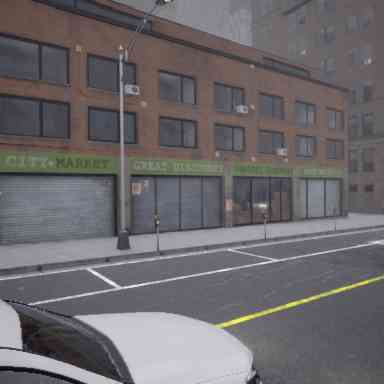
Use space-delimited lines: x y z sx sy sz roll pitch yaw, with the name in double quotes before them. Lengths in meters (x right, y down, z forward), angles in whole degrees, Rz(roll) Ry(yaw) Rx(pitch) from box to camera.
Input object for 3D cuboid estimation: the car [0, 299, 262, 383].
"car" -1.527 1.525 2.214 4.674 1.442 1.812 0 0 -35
